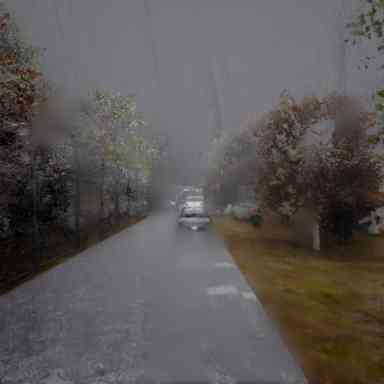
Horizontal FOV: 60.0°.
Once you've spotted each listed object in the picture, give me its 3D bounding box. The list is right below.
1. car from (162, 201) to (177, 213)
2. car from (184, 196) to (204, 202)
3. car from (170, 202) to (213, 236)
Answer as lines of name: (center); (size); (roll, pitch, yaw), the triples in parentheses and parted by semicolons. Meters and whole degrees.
car: (-2.691, 1.842, 41.806); (1.882, 1.535, 5.008); (0, -1, 1)
car: (0.241, 1.524, 38.269); (2.150, 2.045, 5.566); (0, -1, 0)
car: (0.129, 1.550, 18.591); (2.128, 1.511, 4.902); (0, 0, 0)
